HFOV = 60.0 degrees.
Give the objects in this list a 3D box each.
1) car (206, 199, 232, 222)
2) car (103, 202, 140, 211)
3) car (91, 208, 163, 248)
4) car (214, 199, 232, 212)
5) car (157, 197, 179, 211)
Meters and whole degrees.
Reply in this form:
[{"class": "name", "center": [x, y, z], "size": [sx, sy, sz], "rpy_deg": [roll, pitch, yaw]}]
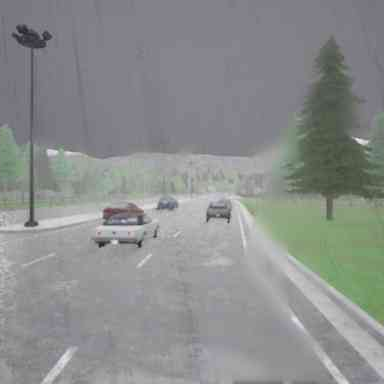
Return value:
[{"class": "car", "center": [2.174, 1.516, 26.675], "size": [2.128, 1.511, 4.902], "rpy_deg": [0, 0, 7]}, {"class": "car", "center": [-5.076, 1.488, 25.025], "size": [1.882, 1.535, 5.008], "rpy_deg": [0, 0, 7]}, {"class": "car", "center": [-2.721, 1.608, 14.864], "size": [1.895, 1.301, 4.718], "rpy_deg": [0, 0, 5]}, {"class": "car", "center": [3.942, 1.587, 41.086], "size": [2.033, 1.411, 5.357], "rpy_deg": [0, 0, 7]}, {"class": "car", "center": [-3.001, 1.379, 41.969], "size": [2.097, 1.767, 4.553], "rpy_deg": [0, 0, 7]}]
